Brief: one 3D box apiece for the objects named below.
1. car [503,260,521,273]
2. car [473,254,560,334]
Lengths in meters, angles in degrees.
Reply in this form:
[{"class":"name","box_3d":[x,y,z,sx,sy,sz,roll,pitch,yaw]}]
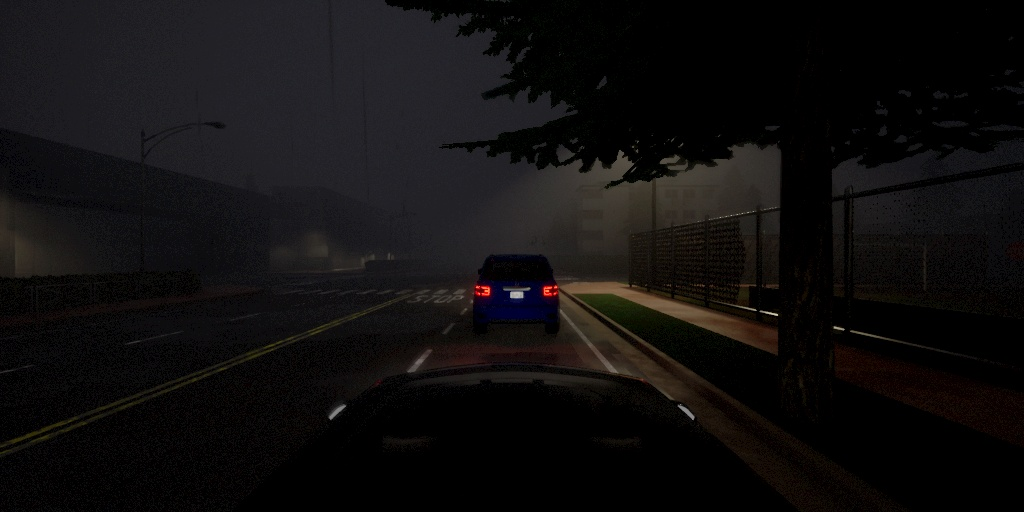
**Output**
[{"class":"car","box_3d":[0.015,1.241,45.649,2.128,1.511,4.902,0,0,0]},{"class":"car","box_3d":[0.113,0.972,10.780,2.150,2.045,5.566,0,0,0]}]
